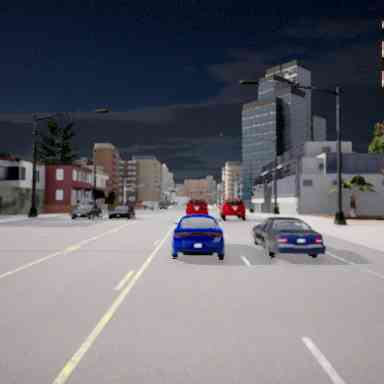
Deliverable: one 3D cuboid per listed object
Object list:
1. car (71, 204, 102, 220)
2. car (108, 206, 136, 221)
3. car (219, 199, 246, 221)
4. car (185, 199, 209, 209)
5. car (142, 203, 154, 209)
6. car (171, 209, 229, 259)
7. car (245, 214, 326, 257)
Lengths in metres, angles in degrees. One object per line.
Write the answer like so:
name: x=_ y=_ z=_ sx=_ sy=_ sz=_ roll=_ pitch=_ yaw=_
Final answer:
car: x=-10.216 y=1.940 z=32.500 sx=1.837 sy=1.490 sz=4.892 roll=0 pitch=-1 yaw=1
car: x=-6.718 y=2.007 z=32.309 sx=1.994 sy=1.385 sz=4.181 roll=0 pitch=-1 yaw=1
car: x=3.991 y=1.722 z=33.198 sx=2.150 sy=2.045 sz=5.566 roll=0 pitch=-1 yaw=1
car: x=0.490 y=1.710 z=33.210 sx=2.150 sy=2.045 sz=5.566 roll=0 pitch=-1 yaw=1
car: x=-9.616 y=3.211 z=72.995 sx=2.150 sy=2.045 sz=5.566 roll=0 pitch=-3 yaw=1
car: x=0.236 y=1.655 z=13.470 sx=1.882 sy=1.535 sz=5.008 roll=0 pitch=-1 yaw=1
car: x=3.744 y=1.740 z=13.789 sx=2.033 sy=1.411 sz=5.357 roll=0 pitch=-1 yaw=1
